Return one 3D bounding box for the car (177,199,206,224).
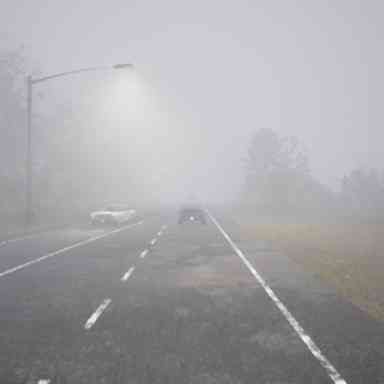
[{"bbox_3d":[-0.005,1.501,24.767,1.837,1.490,4.892,0,0,0],"label":"car"}]

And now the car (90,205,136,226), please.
[{"bbox_3d":[-5.550,1.596,23.883,1.895,1.301,4.718,0,0,7],"label":"car"}]

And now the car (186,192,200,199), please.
[{"bbox_3d":[-0.015,1.159,67.178,2.150,2.045,5.566,0,0,0],"label":"car"}]

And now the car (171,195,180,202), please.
[{"bbox_3d":[-3.517,1.445,74.132,1.812,1.442,4.674,0,0,0],"label":"car"}]
